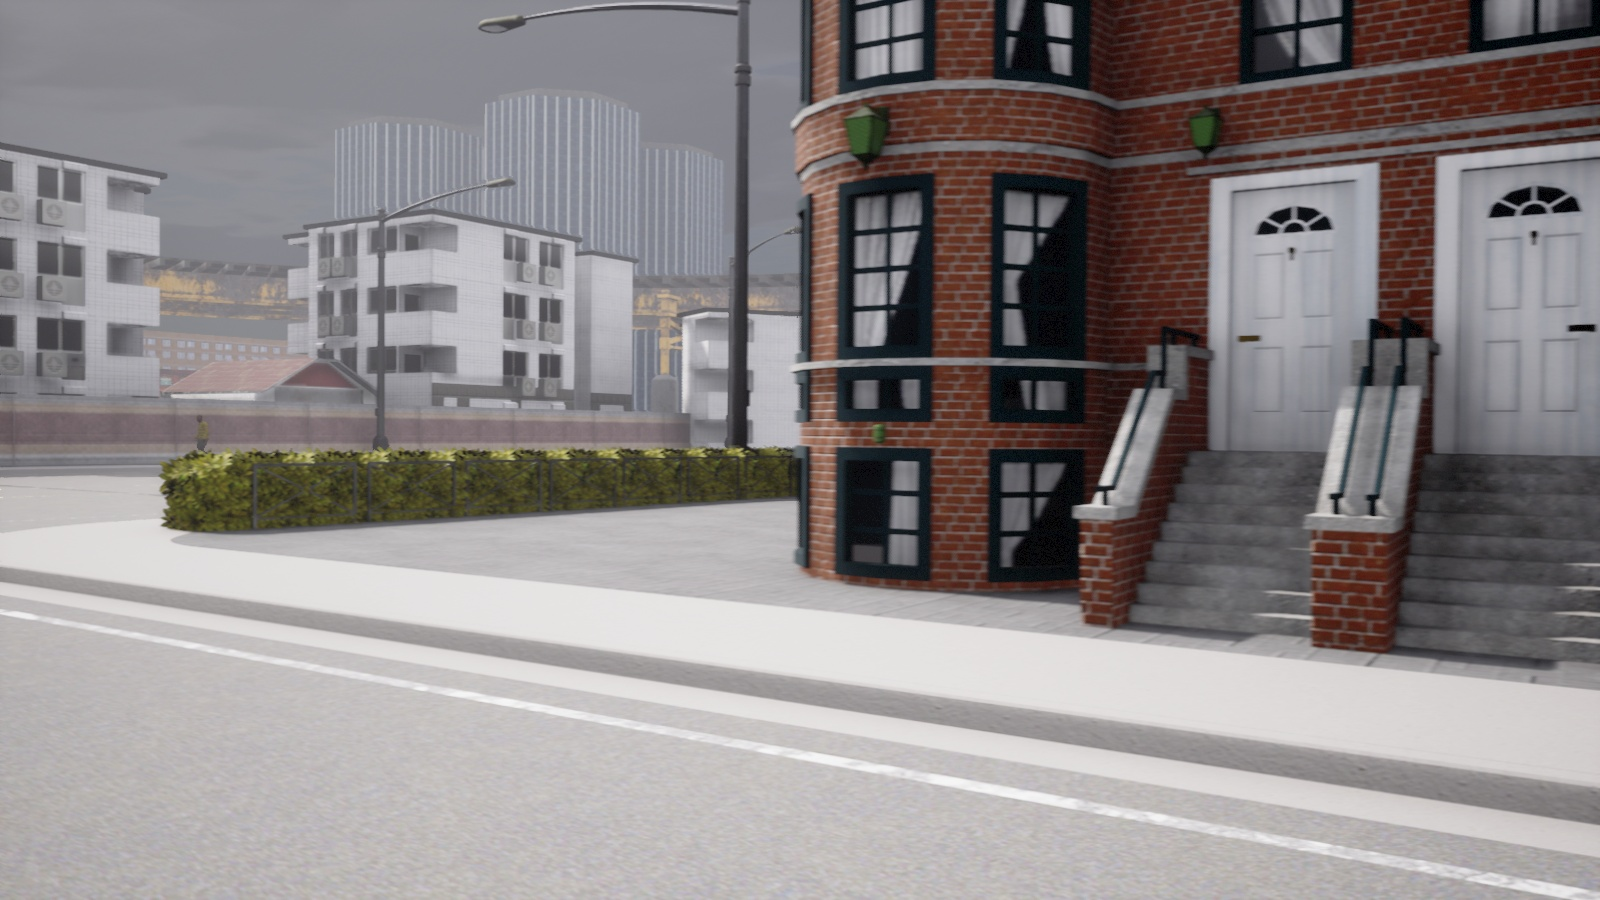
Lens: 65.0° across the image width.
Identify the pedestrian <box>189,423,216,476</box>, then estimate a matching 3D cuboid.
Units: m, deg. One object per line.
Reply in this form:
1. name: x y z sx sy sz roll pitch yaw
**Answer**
1. pedestrian: -20.592 -0.020 43.315 0.370 1.835 0.726 0 1 36
